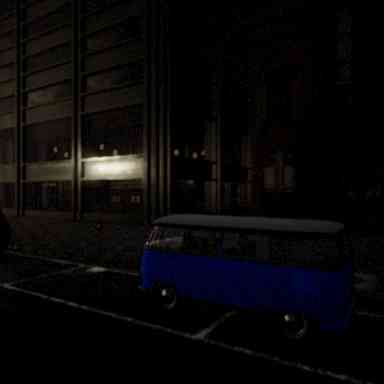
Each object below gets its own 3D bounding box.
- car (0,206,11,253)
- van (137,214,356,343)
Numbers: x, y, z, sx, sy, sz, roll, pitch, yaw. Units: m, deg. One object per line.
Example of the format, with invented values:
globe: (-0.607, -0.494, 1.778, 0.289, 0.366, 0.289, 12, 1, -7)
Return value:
car: (-8.662, 1.318, 12.068, 5.009, 1.841, 2.192, 0, 0, 32)
van: (0.854, 1.341, 6.128, 3.998, 1.788, 1.690, 0, 0, 32)
